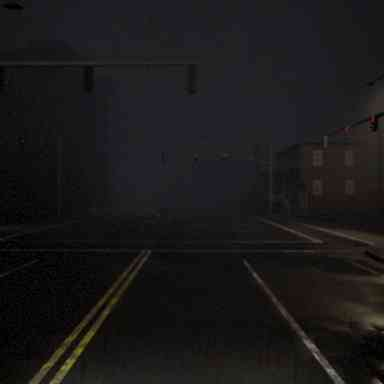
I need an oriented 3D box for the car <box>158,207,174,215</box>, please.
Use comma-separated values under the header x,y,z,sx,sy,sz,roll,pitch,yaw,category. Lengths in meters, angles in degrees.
x,y,z,sx,sy,sz,roll,pitch,yaw,category
-3.585,2.787,46.108,1.837,1.490,4.892,0,-9,0,car
